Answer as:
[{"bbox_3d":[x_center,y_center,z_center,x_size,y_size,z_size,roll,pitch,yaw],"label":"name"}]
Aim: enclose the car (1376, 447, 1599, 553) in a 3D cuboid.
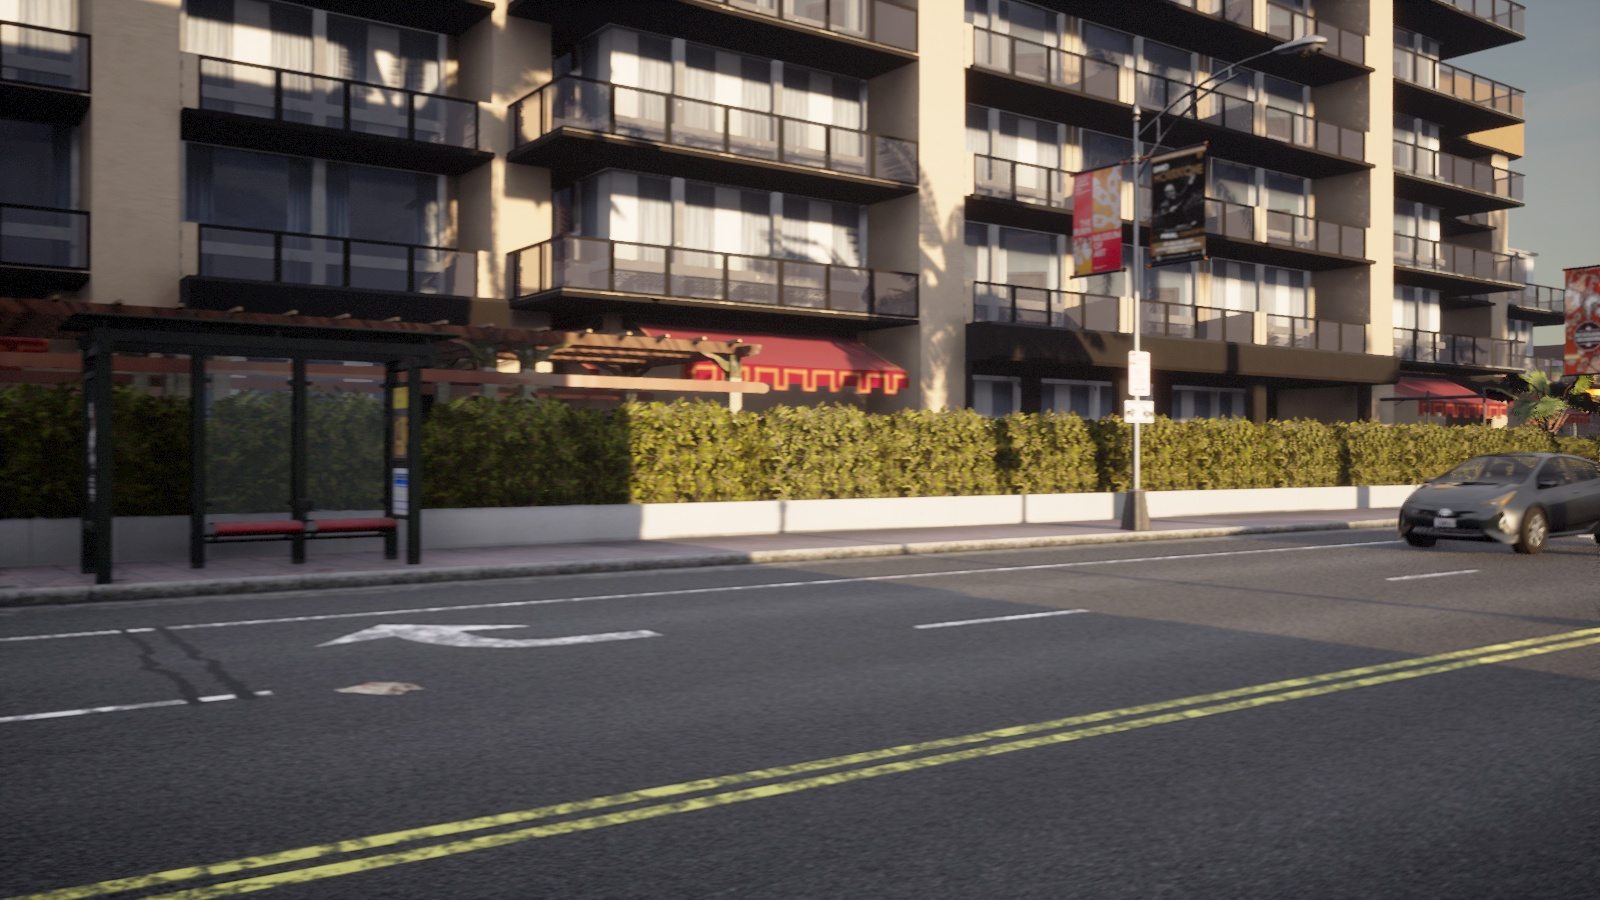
[{"bbox_3d":[11.454,0.717,20.160,4.514,1.525,2.007,0,0,-35],"label":"car"}]
